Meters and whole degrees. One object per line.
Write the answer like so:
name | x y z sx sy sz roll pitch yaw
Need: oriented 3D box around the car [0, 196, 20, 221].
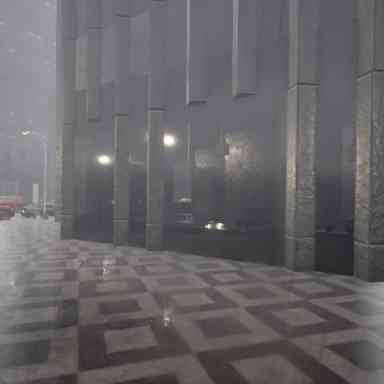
car | -17.053 1.468 26.659 2.192 1.841 5.009 1 0 35

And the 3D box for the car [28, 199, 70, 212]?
car | -17.463 1.641 40.805 1.947 1.339 4.313 1 0 35

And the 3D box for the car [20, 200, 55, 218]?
car | -13.787 1.748 31.261 1.947 1.339 4.313 1 0 35

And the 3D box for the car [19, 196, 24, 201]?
car | -20.728 1.361 36.205 2.192 1.841 5.009 1 0 35
